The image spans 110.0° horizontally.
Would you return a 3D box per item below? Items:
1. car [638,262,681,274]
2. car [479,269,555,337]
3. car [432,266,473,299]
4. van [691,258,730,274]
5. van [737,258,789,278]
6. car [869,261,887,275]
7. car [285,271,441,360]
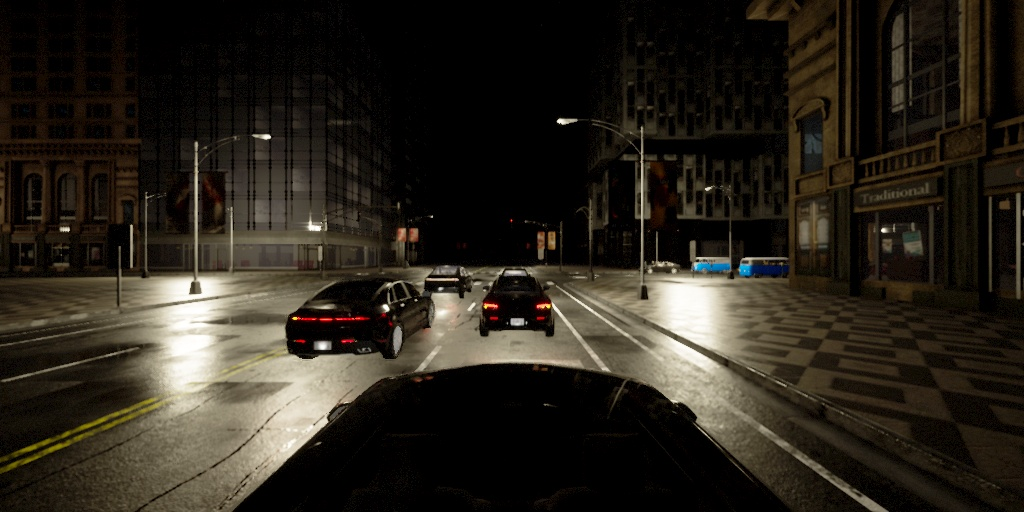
[{"bbox_3d":[15.996,1.271,38.908,4.403,1.370,2.007,0,0,0],"label":"car"},{"bbox_3d":[0.126,1.278,10.161,1.812,1.442,4.674,0,0,0],"label":"car"},{"bbox_3d":[-3.100,1.245,18.082,2.128,1.511,4.902,0,0,0],"label":"car"},{"bbox_3d":[21.614,1.050,38.865,3.998,1.789,1.690,0,0,0],"label":"van"},{"bbox_3d":[21.552,1.039,30.341,3.998,1.789,1.690,0,0,0],"label":"van"},{"bbox_3d":[32.789,1.258,30.256,4.207,1.307,1.802,0,0,0],"label":"car"},{"bbox_3d":[-3.132,1.255,8.371,1.837,1.490,4.892,0,0,0],"label":"car"}]
